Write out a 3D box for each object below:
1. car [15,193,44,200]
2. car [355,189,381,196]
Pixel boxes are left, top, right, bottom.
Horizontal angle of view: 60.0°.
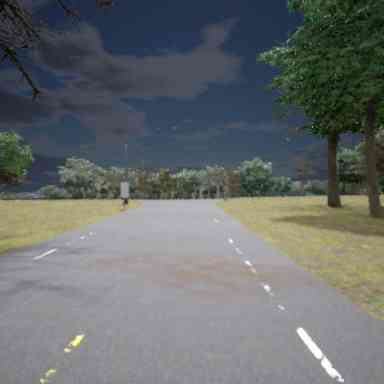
[{"bbox_3d":[-29.623,0.858,60.637,4.902,1.511,2.128,-1,-2,1],"label":"car"},{"bbox_3d":[36.046,0.139,68.115,4.902,1.511,2.128,-1,-2,-1],"label":"car"}]
